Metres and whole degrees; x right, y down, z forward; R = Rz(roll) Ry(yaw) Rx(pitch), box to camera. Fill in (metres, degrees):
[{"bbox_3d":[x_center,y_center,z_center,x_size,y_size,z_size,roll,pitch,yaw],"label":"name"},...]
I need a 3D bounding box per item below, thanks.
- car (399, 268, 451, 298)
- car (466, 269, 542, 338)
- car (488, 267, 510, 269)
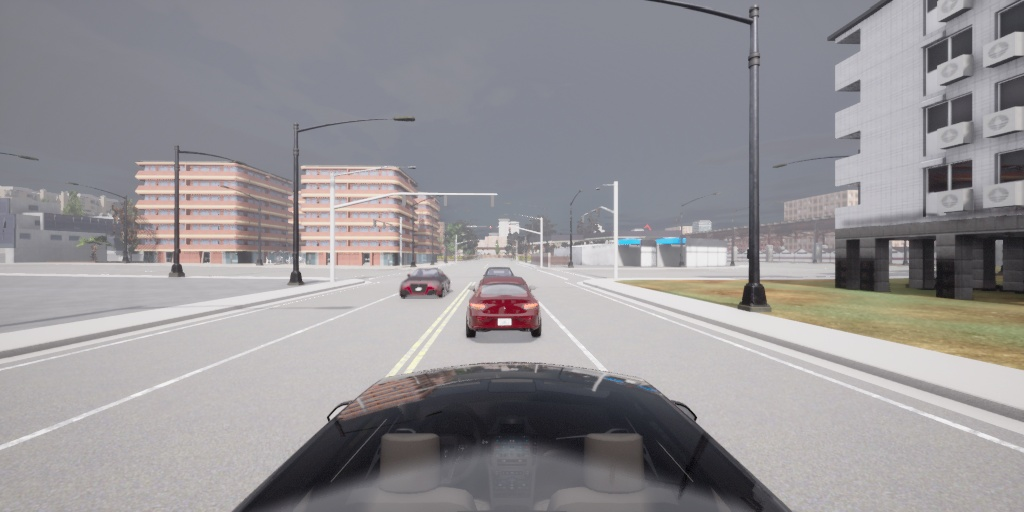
[{"bbox_3d":[-4.289,1.314,18.171,1.994,1.385,4.181,0,0,-2],"label":"car"},{"bbox_3d":[-0.265,1.276,10.132,1.812,1.442,4.674,0,0,-3],"label":"car"},{"bbox_3d":[-0.720,1.297,19.706,2.033,1.411,5.357,0,0,-3],"label":"car"}]
